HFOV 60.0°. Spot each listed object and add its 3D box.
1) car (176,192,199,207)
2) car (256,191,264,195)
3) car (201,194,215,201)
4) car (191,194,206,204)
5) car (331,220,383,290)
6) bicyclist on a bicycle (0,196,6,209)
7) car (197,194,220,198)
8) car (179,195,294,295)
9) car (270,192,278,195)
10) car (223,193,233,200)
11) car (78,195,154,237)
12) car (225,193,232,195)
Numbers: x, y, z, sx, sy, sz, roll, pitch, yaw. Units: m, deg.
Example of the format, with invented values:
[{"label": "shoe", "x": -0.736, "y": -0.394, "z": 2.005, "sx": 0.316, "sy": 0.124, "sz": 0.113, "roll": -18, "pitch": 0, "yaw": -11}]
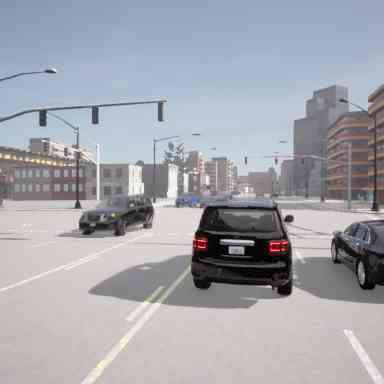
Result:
[{"label": "car", "x": -0.753, "y": 1.079, "z": 48.463, "sx": 2.150, "sy": 2.045, "sz": 5.566, "roll": 0, "pitch": 1, "yaw": 12}, {"label": "car", "x": 17.423, "y": 0.559, "z": 85.141, "sx": 2.097, "sy": 1.767, "sz": 4.553, "roll": 0, "pitch": 1, "yaw": 11}, {"label": "car", "x": 3.297, "y": 1.075, "z": 68.204, "sx": 2.033, "sy": 1.411, "sz": 5.357, "roll": 0, "pitch": 1, "yaw": 12}, {"label": "car", "x": 1.159, "y": 1.217, "z": 57.940, "sx": 1.837, "sy": 1.490, "sz": 4.892, "roll": 0, "pitch": 1, "yaw": 11}, {"label": "car", "x": 5.095, "y": 1.505, "z": 8.918, "sx": 1.837, "sy": 1.490, "sz": 4.892, "roll": 0, "pitch": 0, "yaw": 11}, {"label": "bicyclist on a bicycle", "x": -23.840, "y": 1.303, "z": 41.444, "sx": 0.582, "sy": 1.620, "sz": 1.656, "roll": 0, "pitch": 0, "yaw": 10}, {"label": "car", "x": 2.328, "y": 1.381, "z": 46.057, "sx": 1.837, "sy": 1.490, "sz": 4.892, "roll": 0, "pitch": 1, "yaw": 11}, {"label": "car", "x": 1.534, "y": 1.221, "z": 9.038, "sx": 2.150, "sy": 2.045, "sz": 5.566, "roll": 0, "pitch": 0, "yaw": 14}, {"label": "car", "x": 20.857, "y": 0.743, "z": 84.464, "sx": 2.033, "sy": 1.411, "sz": 5.357, "roll": 0, "pitch": 1, "yaw": 11}, {"label": "car", "x": 8.084, "y": 0.926, "z": 74.198, "sx": 1.812, "sy": 1.442, "sz": 4.674, "roll": 0, "pitch": 1, "yaw": 11}, {"label": "car", "x": -3.989, "y": 1.214, "z": 18.598, "sx": 2.150, "sy": 2.045, "sz": 5.566, "roll": -1, "pitch": 0, "yaw": 17}, {"label": "car", "x": 6.034, "y": 1.091, "z": 64.244, "sx": 1.837, "sy": 1.490, "sz": 4.892, "roll": 0, "pitch": 1, "yaw": 12}]
